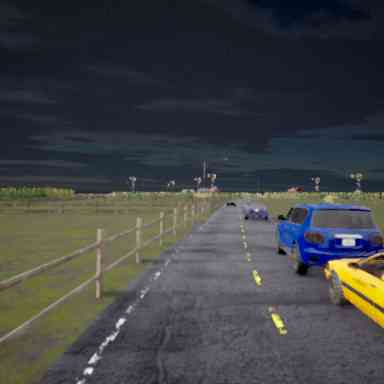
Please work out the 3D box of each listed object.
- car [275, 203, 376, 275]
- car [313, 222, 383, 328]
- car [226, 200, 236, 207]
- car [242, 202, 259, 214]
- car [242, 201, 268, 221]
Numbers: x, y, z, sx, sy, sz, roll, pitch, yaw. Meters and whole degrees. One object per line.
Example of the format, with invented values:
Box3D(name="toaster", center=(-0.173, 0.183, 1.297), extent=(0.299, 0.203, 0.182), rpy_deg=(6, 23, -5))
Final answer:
Box3D(name="car", center=(4.178, 1.374, 10.988), extent=(2.150, 2.045, 5.566), rpy_deg=(1, 0, 6))
Box3D(name="car", center=(3.713, 1.558, 5.255), extent=(1.801, 1.575, 5.366), rpy_deg=(1, 0, 3))
Box3D(name="car", center=(7.290, 2.135, 62.200), extent=(1.895, 1.301, 4.718), rpy_deg=(1, 0, 8))
Box3D(name="car", center=(7.409, 1.976, 42.515), extent=(1.994, 1.385, 4.181), rpy_deg=(1, 0, 8))
Box3D(name="car", center=(6.013, 1.668, 31.501), extent=(2.097, 1.767, 4.553), rpy_deg=(1, 0, 8))
